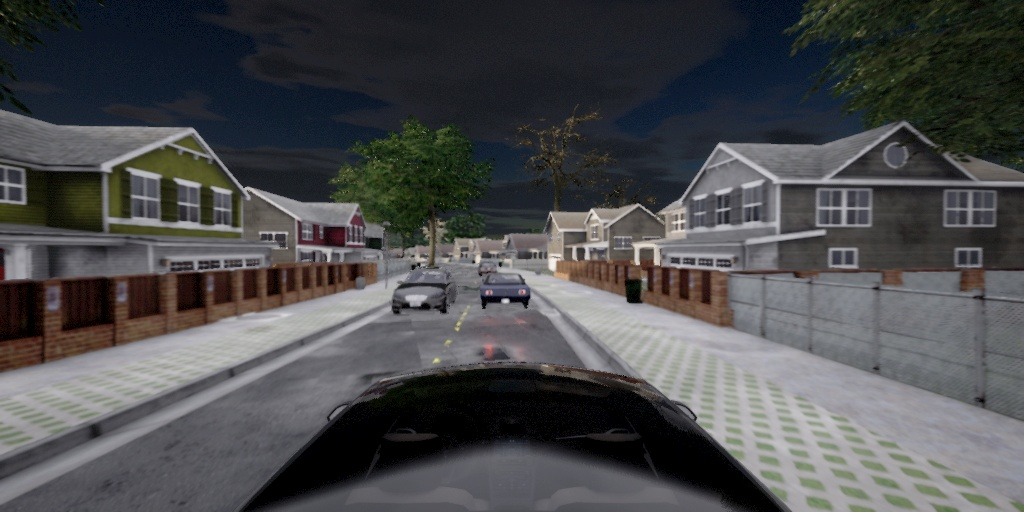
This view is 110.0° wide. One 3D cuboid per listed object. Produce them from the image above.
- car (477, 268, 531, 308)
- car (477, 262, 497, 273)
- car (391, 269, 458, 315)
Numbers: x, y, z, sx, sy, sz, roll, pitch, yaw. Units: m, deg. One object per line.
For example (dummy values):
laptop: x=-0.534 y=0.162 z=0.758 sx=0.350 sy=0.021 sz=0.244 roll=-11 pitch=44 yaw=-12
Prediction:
car: x=-0.351 y=1.352 z=15.250 sx=1.895 sy=1.301 sz=4.718 roll=0 pitch=0 yaw=-3
car: x=-2.598 y=1.310 z=37.269 sx=2.033 sy=1.411 sz=5.357 roll=0 pitch=0 yaw=-8
car: x=-3.175 y=1.251 z=13.753 sx=2.128 sy=1.511 sz=4.902 roll=0 pitch=0 yaw=-3
